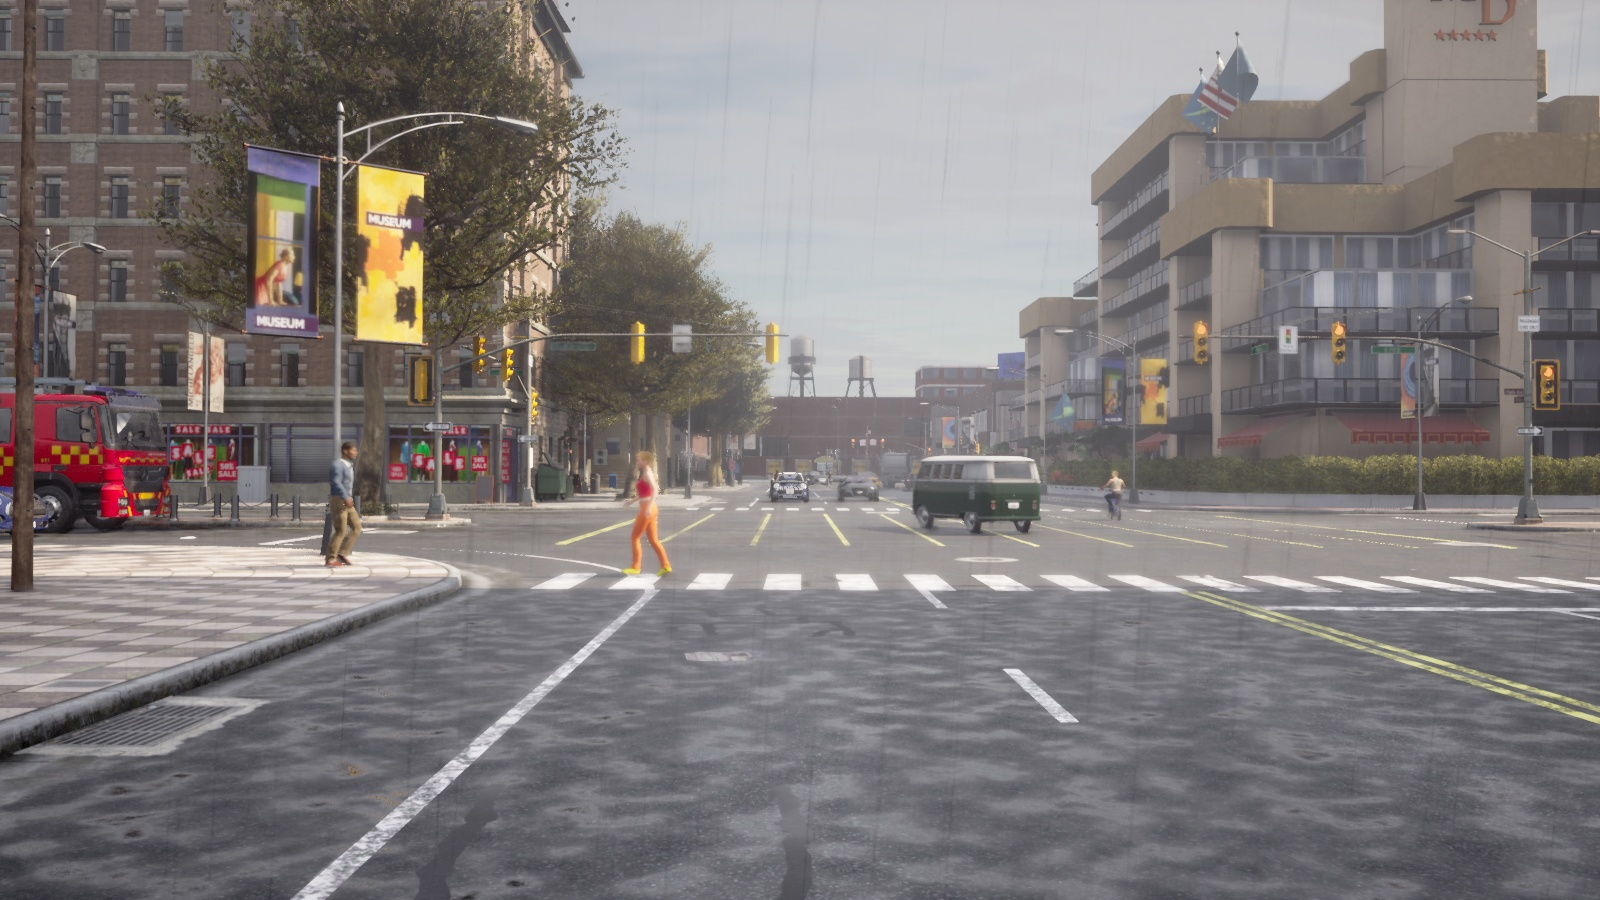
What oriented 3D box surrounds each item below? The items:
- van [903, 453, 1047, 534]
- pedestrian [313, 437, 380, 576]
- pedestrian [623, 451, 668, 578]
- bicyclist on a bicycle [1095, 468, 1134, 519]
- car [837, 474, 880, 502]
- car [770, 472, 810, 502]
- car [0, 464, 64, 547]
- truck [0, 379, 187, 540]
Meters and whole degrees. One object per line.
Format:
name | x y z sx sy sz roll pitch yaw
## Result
van | 4.522 1.106 33.214 1.775 1.987 4.442 0 -1 -22
pedestrian | -6.424 0.795 17.789 0.788 1.949 0.423 0 -1 1
pedestrian | -2.252 0.935 18.340 0.594 1.836 0.345 0 -1 3
bicyclist on a bicycle | 10.183 1.392 40.721 0.866 1.612 1.509 0 -1 0
car | 2.995 1.956 65.030 1.994 1.385 4.181 0 -1 -1
car | -0.490 1.848 63.661 1.970 1.475 3.806 0 -1 0
car | -19.190 1.215 27.790 4.553 1.767 2.097 0 -1 1
truck | -20.230 0.255 31.284 8.468 3.827 2.891 0 -1 0
